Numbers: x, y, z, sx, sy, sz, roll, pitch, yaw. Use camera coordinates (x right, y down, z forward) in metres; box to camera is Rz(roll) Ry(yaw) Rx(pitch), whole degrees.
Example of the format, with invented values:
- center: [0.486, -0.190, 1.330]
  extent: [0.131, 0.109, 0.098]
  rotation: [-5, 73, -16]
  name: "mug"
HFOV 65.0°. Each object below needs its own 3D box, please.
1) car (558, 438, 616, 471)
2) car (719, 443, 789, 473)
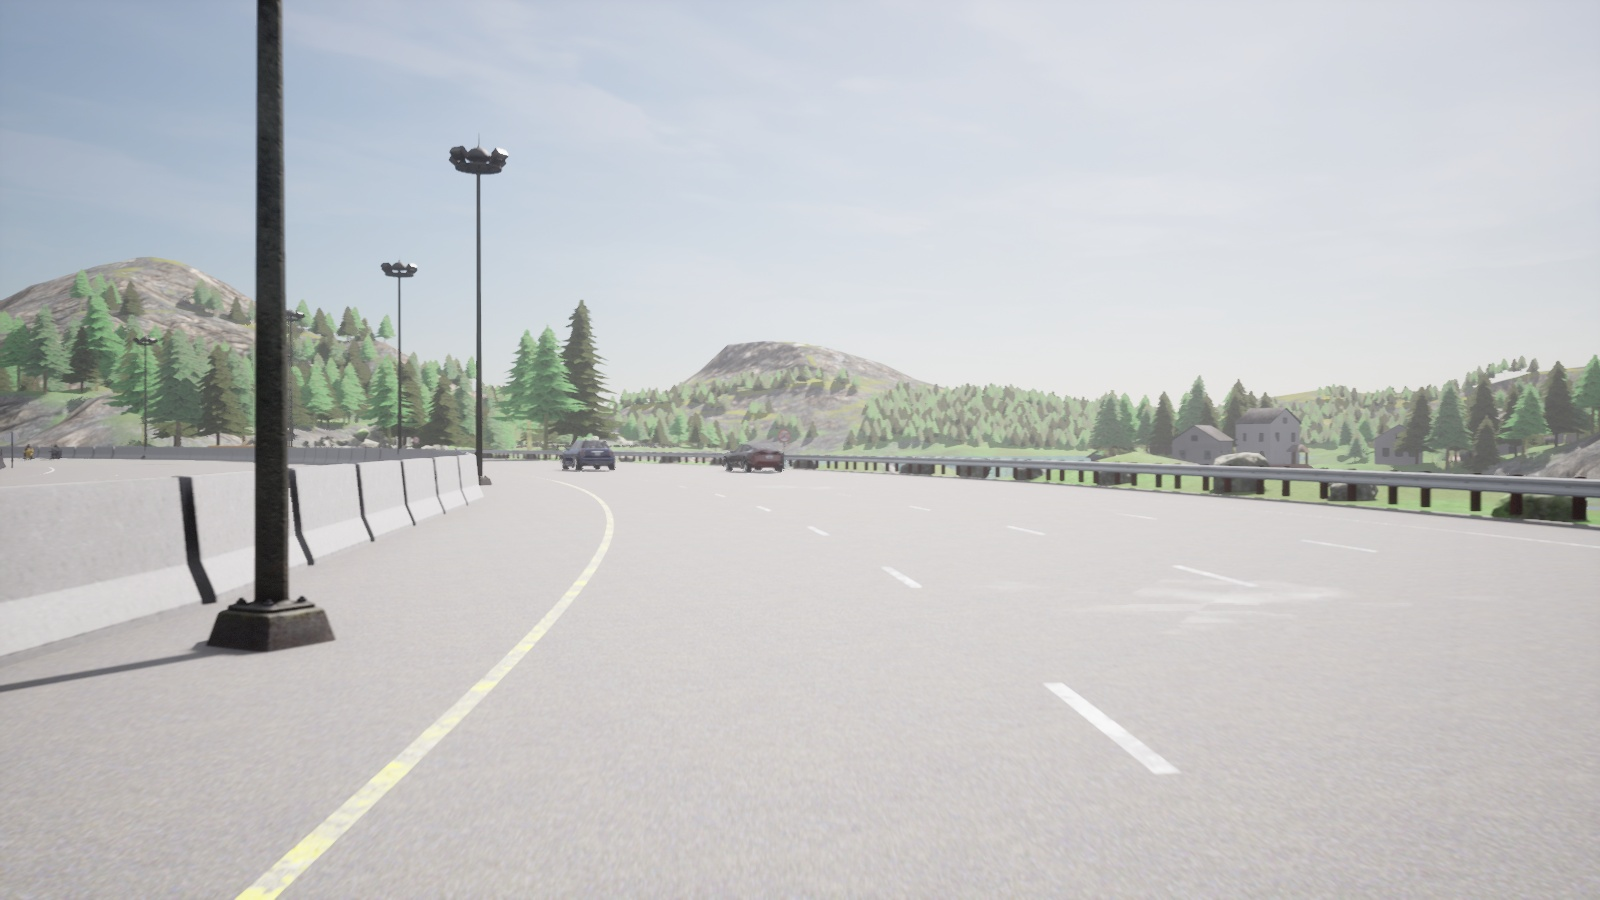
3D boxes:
- center: [-11.782, 0.209, 69.279]
  extent: [2.097, 1.767, 4.553]
  rotation: [0, 0, -24]
  name: "car"
- center: [-2.454, 0.377, 65.357]
  extent: [2.163, 1.488, 4.792]
  rotation: [0, 0, -22]
  name: "car"
